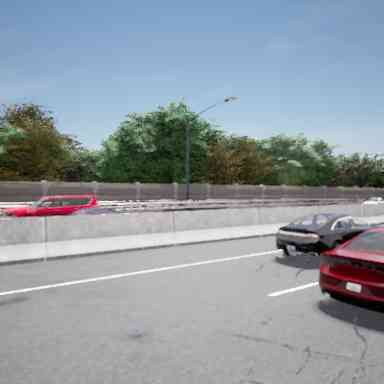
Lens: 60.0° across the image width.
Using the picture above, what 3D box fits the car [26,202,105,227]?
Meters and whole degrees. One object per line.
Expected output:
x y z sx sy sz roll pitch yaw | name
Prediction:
-8.844 1.493 23.431 4.892 1.490 1.837 0 0 -35 | car

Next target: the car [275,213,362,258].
5.004 1.493 11.525 4.902 1.511 2.128 0 0 -35 | car

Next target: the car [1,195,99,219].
-8.122 1.212 19.665 5.566 2.045 2.150 0 0 -35 | car

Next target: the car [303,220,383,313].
4.790 1.479 7.103 5.008 1.535 1.882 0 0 -35 | car

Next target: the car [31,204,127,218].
-5.208 1.539 17.439 5.357 1.411 2.033 0 0 -35 | car

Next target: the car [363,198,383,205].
26.090 1.623 47.077 4.674 1.442 1.812 0 0 -33 | car
